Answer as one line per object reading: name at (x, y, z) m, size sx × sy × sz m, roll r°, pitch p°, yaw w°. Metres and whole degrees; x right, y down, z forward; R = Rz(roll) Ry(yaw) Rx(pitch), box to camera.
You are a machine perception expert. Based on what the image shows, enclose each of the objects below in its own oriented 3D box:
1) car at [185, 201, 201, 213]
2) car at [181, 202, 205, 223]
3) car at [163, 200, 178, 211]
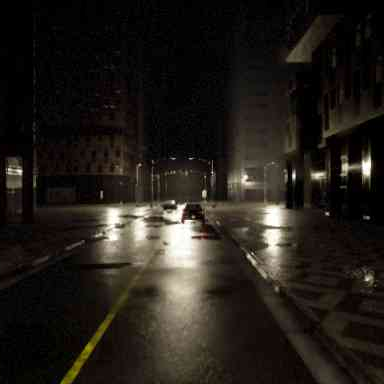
car at (0.115, 1.902, 43.441) m, size 1.895 × 1.301 × 4.718 m, roll 0°, pitch 0°, yaw 0°
car at (0.106, 1.715, 27.227) m, size 1.812 × 1.442 × 4.674 m, roll 0°, pitch 0°, yaw 0°
car at (-3.013, 1.871, 46.860) m, size 2.033 × 1.411 × 5.357 m, roll 0°, pitch 0°, yaw 1°
